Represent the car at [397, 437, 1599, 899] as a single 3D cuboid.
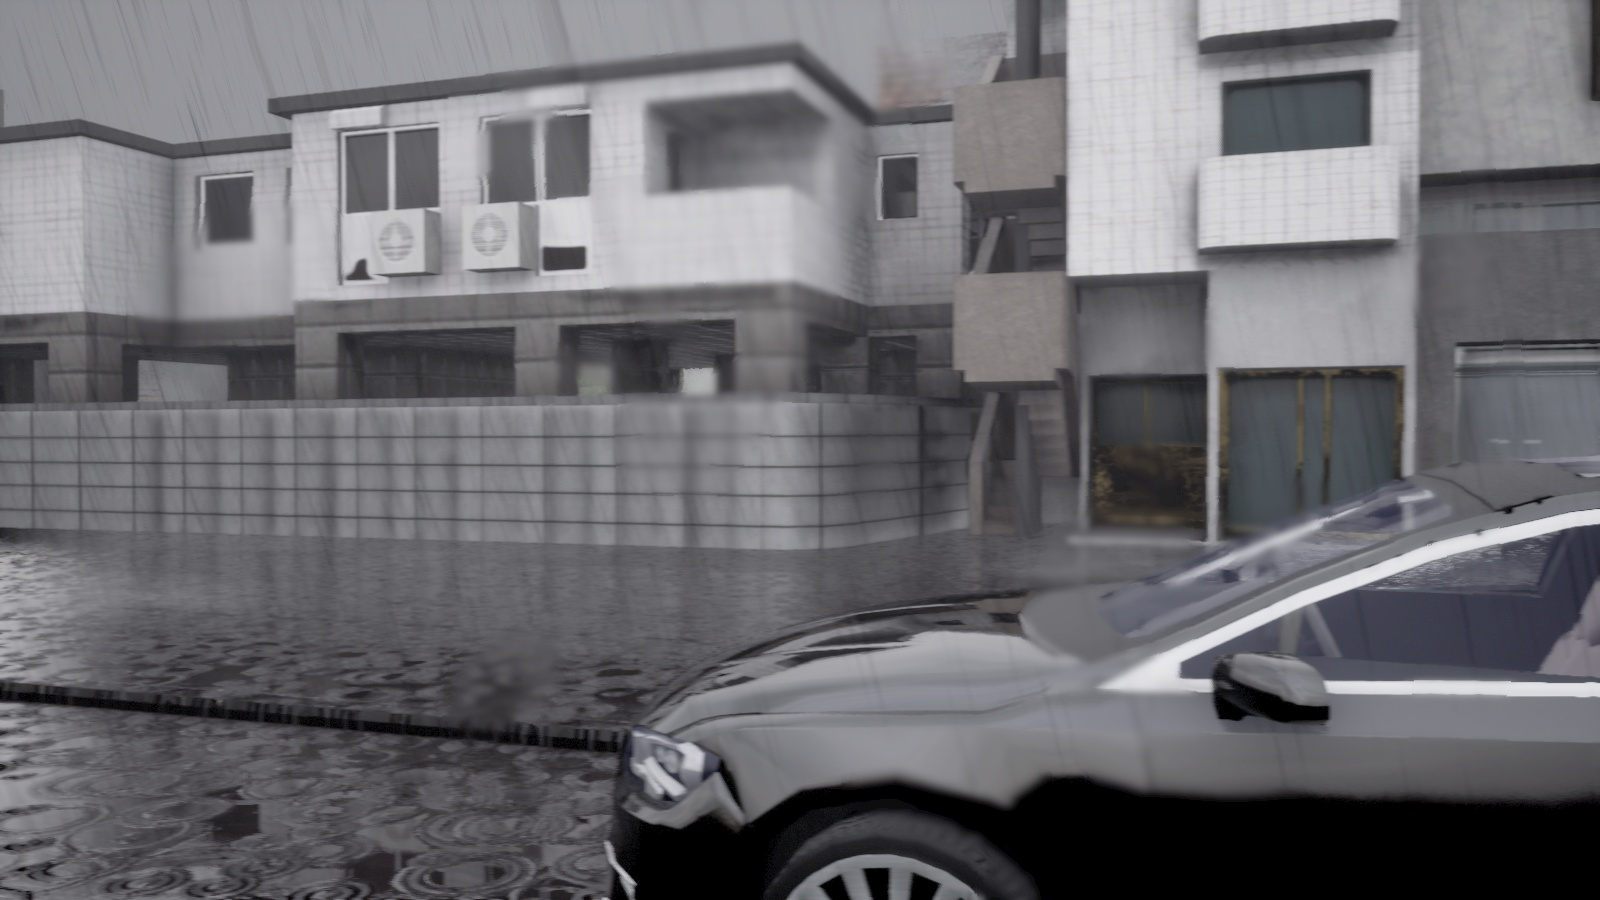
[{"bbox_3d":[1.729,0.739,3.139,4.902,1.511,2.128,1,1,19],"label":"car"}]
